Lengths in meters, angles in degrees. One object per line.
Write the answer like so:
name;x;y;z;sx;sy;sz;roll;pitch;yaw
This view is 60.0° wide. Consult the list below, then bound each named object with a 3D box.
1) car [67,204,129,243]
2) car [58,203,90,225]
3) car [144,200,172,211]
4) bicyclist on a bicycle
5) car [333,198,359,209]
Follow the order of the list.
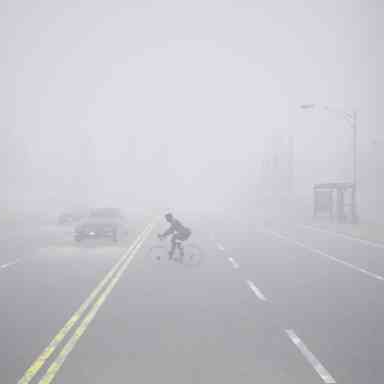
car;-4.284;1.506;16.317;1.837;1.490;4.892;0;0;-2
car;-8.103;1.525;24.129;1.812;1.442;4.674;0;0;-2
car;-4.182;1.580;39.780;1.895;1.301;4.718;0;0;-28
bicyclist on a bicycle;-0.516;1.453;9.868;1.656;1.620;0.582;0;0;-3
car;17.667;1.436;40.281;4.902;1.511;2.128;0;0;-2
